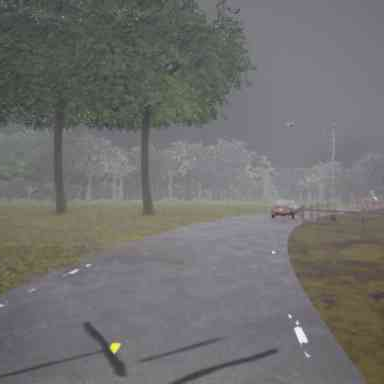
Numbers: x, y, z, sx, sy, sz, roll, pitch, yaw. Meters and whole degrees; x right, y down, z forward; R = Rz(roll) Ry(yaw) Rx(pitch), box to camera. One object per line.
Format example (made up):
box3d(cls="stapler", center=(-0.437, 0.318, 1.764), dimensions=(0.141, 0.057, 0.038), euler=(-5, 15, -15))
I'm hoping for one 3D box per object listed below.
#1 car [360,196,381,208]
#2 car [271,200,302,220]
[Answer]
box3d(cls="car", center=(28.184, 1.464, 52.294), dimensions=(2.097, 1.767, 4.553), euler=(0, 0, 42))
box3d(cls="car", center=(8.216, 1.442, 28.595), dimensions=(2.163, 1.488, 4.792), euler=(0, 0, 29))
